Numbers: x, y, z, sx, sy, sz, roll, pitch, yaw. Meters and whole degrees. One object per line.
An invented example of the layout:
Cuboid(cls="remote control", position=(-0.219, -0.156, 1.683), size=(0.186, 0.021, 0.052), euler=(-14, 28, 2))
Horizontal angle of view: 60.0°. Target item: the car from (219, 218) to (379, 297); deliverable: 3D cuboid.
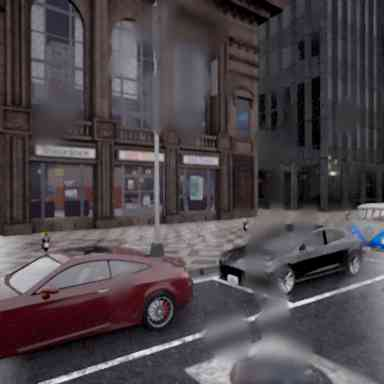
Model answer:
Cuboid(cls="car", position=(2.669, 1.528, 8.535), size=(4.313, 1.339, 1.947), euler=(0, 0, -35))

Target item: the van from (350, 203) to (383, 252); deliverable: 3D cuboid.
Cuboid(cls="van", position=(7.250, 1.273, 11.785), size=(3.998, 1.788, 1.690), euler=(0, 0, -35))

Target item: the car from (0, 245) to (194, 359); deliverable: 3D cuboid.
Cuboid(cls="car", position=(-1.913, 1.575, 5.283), size=(4.206, 1.307, 1.802), euler=(0, 0, -35))
